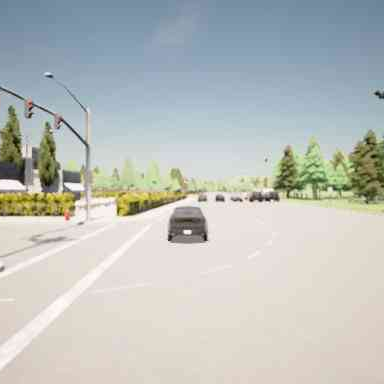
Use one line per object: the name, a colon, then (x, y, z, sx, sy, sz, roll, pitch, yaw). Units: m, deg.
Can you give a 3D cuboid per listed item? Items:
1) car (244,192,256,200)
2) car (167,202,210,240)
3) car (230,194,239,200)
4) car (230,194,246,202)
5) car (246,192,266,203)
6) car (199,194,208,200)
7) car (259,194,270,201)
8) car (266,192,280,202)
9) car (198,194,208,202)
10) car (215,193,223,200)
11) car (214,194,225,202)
car: (13.110, 0.956, 75.260, 2.097, 1.767, 4.553, 0, 0, 3)
car: (-0.192, 1.457, 16.644, 1.837, 1.490, 4.892, 0, 0, 0)
car: (9.619, 1.200, 75.516, 1.895, 1.301, 4.718, 0, 0, 3)
car: (9.131, 1.397, 66.776, 1.895, 1.301, 4.718, 0, 0, 3)
car: (12.578, 1.019, 65.748, 2.150, 2.045, 5.566, 0, 0, 3)
car: (2.628, 1.152, 75.876, 2.033, 1.411, 5.357, 0, 0, 3)
car: (16.687, 1.261, 76.532, 1.837, 1.490, 4.892, 0, 0, 3)
car: (16.158, 1.013, 67.083, 2.150, 2.045, 5.566, 0, 0, 3)
car: (2.093, 1.302, 66.305, 2.128, 1.511, 4.902, 0, 0, 3)
car: (6.123, 1.086, 75.681, 1.882, 1.535, 5.008, 0, 0, 3)
car: (5.611, 1.280, 66.525, 1.882, 1.535, 5.008, 0, 0, 3)
